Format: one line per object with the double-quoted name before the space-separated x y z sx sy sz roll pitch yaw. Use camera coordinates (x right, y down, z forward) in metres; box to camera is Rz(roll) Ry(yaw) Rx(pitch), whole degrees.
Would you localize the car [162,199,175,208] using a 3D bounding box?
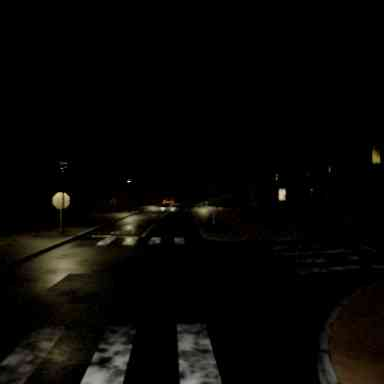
"car" -3.980 1.877 57.881 1.882 1.535 5.008 0 -1 3
